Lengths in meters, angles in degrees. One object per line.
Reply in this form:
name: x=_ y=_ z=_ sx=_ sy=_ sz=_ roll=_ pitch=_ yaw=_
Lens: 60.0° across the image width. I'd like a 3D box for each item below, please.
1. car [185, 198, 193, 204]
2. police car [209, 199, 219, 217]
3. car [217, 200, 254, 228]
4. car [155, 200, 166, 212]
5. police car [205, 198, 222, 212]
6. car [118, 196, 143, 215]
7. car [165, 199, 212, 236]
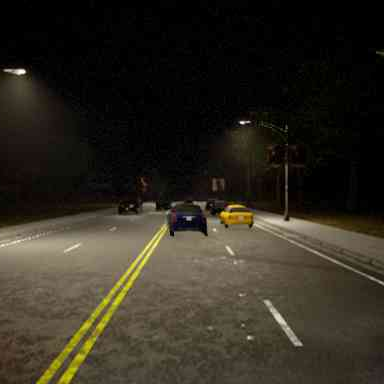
car: x=-0.699 y=2.099 z=76.616 sx=1.895 sy=1.301 sz=4.718 roll=0 pitch=0 yaw=-1
police car: x=2.940 y=1.647 z=34.170 sx=1.930 sy=1.638 sz=5.238 roll=0 pitch=0 yaw=-1
car: x=3.040 y=1.605 z=23.248 sx=1.801 sy=1.575 sz=5.366 roll=0 pitch=0 yaw=-1
car: x=-3.744 y=1.766 z=43.763 sx=1.882 sy=1.535 sz=5.008 roll=0 pitch=0 yaw=0
police car: x=2.839 y=1.721 z=45.171 sx=1.930 sy=1.638 sz=5.238 roll=0 pitch=0 yaw=-1
car: x=-6.946 y=1.473 z=38.182 sx=2.150 sy=2.045 sz=5.566 roll=0 pitch=0 yaw=-1
car: x=-0.349 y=1.478 z=19.673 sx=2.097 sy=1.767 sz=4.553 roll=0 pitch=0 yaw=-5
